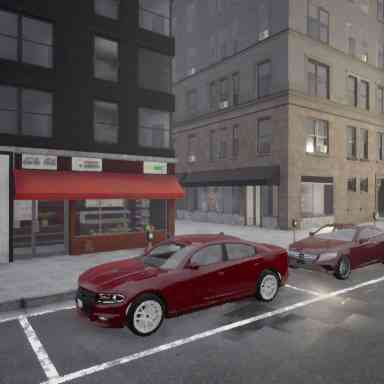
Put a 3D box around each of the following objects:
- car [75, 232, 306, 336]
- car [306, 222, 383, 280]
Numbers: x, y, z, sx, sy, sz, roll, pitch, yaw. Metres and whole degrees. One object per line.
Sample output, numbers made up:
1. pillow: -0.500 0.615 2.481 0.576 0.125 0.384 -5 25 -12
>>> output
1. car: 0.022 1.545 6.662 4.507 1.381 1.887 0 0 -35
2. car: 4.541 1.577 9.884 4.206 1.307 1.802 0 0 -35
